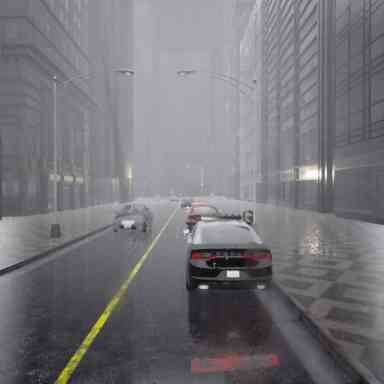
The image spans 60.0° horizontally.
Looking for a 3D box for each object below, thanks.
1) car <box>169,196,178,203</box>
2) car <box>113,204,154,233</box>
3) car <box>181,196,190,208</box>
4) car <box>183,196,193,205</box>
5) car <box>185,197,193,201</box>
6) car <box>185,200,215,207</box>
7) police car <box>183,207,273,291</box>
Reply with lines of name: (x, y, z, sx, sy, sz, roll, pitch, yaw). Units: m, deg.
car: (-3.871, 1.545, 71.557, 2.033, 1.411, 5.357, 0, 0, -1)
car: (-3.341, 1.489, 19.562, 2.128, 1.511, 4.902, 0, 0, -1)
car: (-0.557, 1.598, 46.676, 1.895, 1.301, 4.718, 0, 0, 0)
car: (-0.733, 1.523, 60.289, 1.812, 1.442, 4.674, 0, 0, -1)
car: (0.591, 1.453, 25.267, 1.801, 1.575, 5.366, 0, 0, -1)
car: (0.666, 1.476, 19.077, 1.882, 1.535, 5.008, 0, 0, -1)
police car: (0.787, 1.424, 9.188, 1.930, 1.638, 5.238, 0, 0, -1)
